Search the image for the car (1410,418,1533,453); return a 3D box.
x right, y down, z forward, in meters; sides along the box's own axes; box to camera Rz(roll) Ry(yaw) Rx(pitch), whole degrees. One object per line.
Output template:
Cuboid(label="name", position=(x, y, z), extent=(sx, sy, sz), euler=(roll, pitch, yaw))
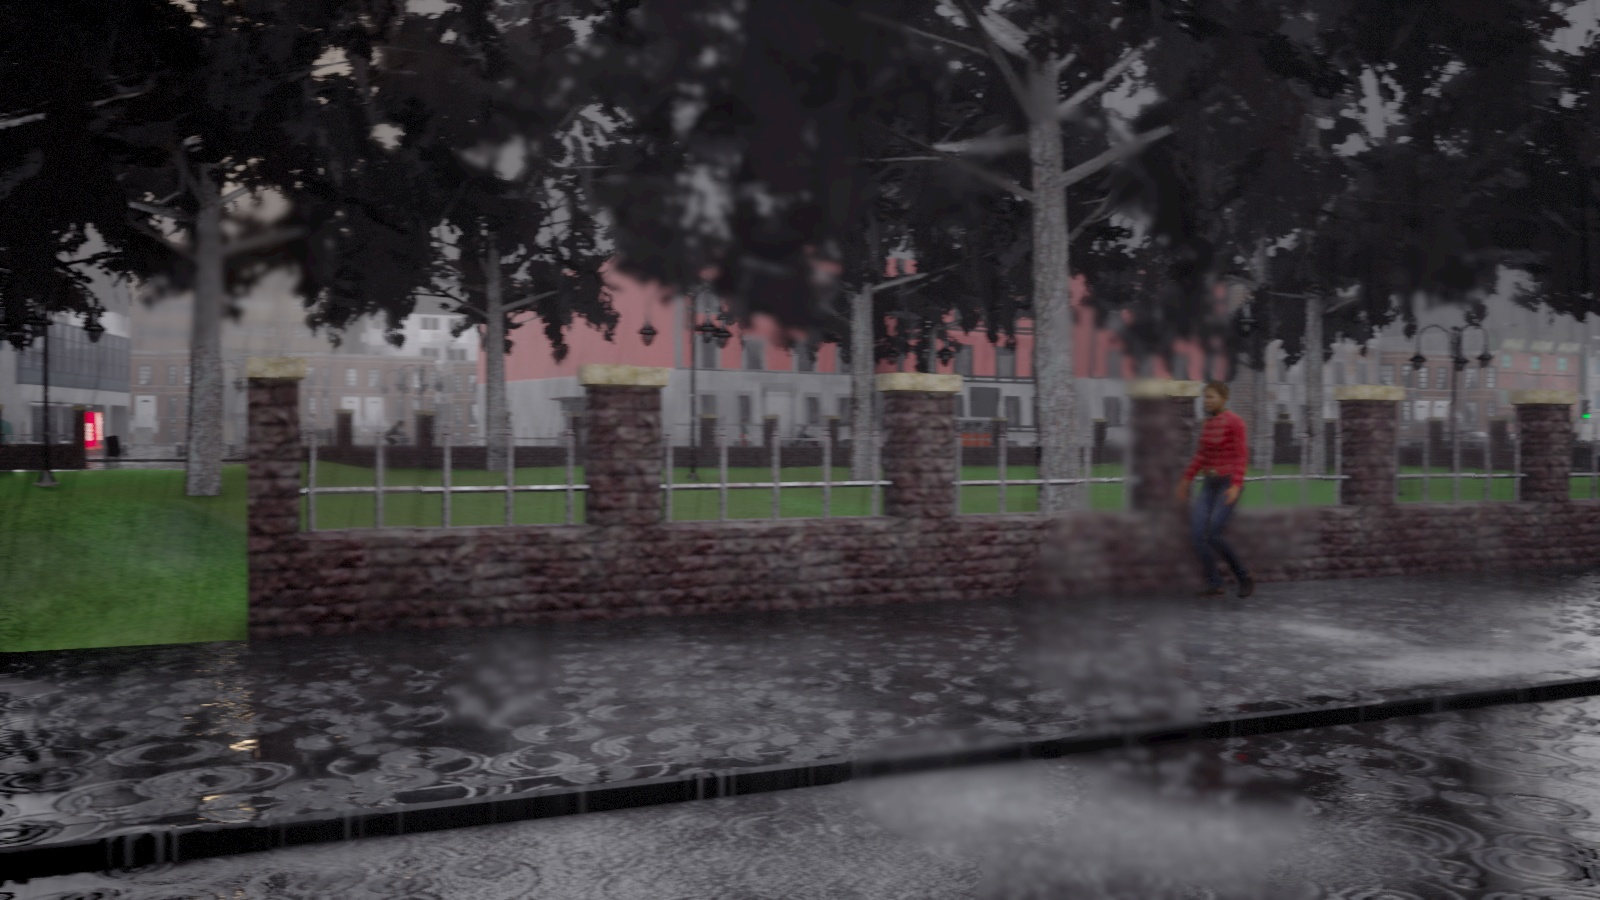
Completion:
Cuboid(label="car", position=(31.132, -0.699, 58.401), extent=(1.882, 1.535, 5.008), euler=(-1, 1, -22))

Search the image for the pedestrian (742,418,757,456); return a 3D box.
Cuboid(label="pedestrian", position=(-2.446, -0.624, 60.948), extent=(0.614, 1.847, 0.353), euler=(-1, 1, -24))

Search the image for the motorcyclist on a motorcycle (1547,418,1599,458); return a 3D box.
Cuboid(label="motorcyclist on a motorcycle", position=(30.531, -0.467, 49.054), extent=(0.866, 1.530, 2.191), euler=(-1, 1, -25))

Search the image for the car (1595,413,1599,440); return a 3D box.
Cuboid(label="car", position=(52.503, -1.507, 78.640), extent=(5.027, 1.651, 2.152), euler=(-1, 1, -23))

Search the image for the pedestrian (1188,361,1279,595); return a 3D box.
Cuboid(label="pedestrian", position=(3.517, 0.215, 10.192), extent=(0.636, 1.846, 0.331), euler=(-1, 1, -23))

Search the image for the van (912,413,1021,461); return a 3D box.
Cuboid(label="van", position=(7.314, -0.591, 55.181), extent=(4.442, 1.987, 1.775), euler=(-1, 1, -22))

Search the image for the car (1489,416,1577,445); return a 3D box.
Cuboid(label="car", position=(43.770, -1.189, 74.951), extent=(4.856, 1.649, 2.033), euler=(-1, 1, -23))
